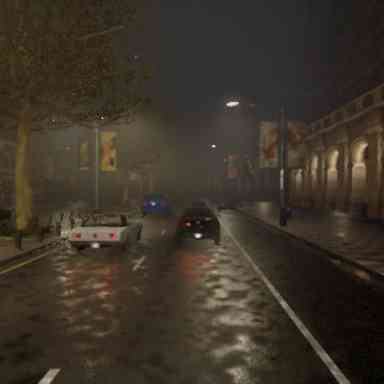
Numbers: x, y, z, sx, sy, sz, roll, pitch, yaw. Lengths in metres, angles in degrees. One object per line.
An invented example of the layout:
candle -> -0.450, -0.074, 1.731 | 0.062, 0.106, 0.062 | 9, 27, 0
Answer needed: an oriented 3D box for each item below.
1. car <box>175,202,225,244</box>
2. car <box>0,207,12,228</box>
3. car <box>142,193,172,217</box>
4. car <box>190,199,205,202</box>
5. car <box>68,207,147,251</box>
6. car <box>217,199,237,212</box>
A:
car -> 0.279, 1.428, 15.246 | 1.837, 1.490, 4.892 | 0, 0, 1
car -> -11.371, 1.353, 17.176 | 1.882, 1.535, 5.008 | 0, 0, 1
car -> -3.028, 1.063, 29.287 | 2.150, 2.045, 5.566 | 0, 0, 1
car -> 0.489, 1.373, 30.893 | 1.812, 1.442, 4.674 | 0, 0, 1
car -> -3.249, 1.522, 13.569 | 1.895, 1.301, 4.718 | 0, 0, 1
car -> 3.730, 1.427, 36.162 | 1.895, 1.301, 4.718 | 0, 0, 1
